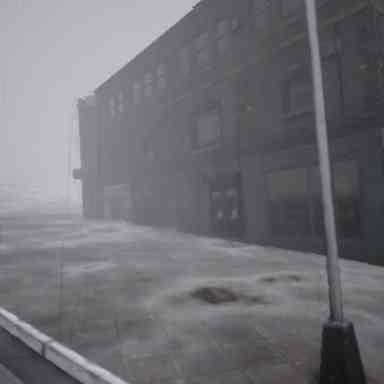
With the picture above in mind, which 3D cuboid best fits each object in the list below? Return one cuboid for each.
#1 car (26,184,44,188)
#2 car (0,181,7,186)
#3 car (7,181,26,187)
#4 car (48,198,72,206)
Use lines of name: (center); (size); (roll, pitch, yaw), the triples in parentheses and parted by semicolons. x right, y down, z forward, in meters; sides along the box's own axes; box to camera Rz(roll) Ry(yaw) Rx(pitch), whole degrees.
car: (-41.707, -1.390, 86.034); (2.163, 1.488, 4.792); (-5, -3, 19)
car: (-45.613, -1.723, 75.487); (2.097, 1.535, 5.008); (-5, -3, 22)
car: (-43.642, -1.705, 80.649); (2.185, 1.767, 4.553); (-5, -3, 21)
car: (-25.083, 1.905, 63.339); (2.033, 1.411, 5.357); (-4, -1, 14)
